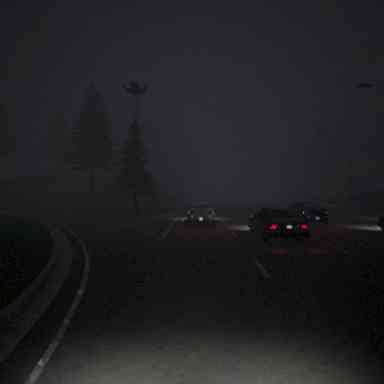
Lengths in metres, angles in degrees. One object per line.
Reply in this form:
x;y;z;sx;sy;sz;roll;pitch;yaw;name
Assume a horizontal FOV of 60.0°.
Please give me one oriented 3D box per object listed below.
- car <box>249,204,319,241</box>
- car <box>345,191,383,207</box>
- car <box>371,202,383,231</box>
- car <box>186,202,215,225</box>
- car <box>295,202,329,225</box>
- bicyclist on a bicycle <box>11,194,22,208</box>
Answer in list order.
3.956;1.437;15.839;2.033;1.411;5.357;0;0;1;car
22.803;0.893;43.014;2.150;2.045;5.566;0;1;-42;car
10.954;1.420;15.696;2.033;1.411;5.357;0;0;1;car
0.586;1.384;22.408;1.812;1.442;4.674;0;0;1;car
7.584;1.366;22.260;1.812;1.442;4.674;0;0;1;car
-20.600;1.112;39.100;0.582;1.620;1.656;0;1;19;bicyclist on a bicycle
